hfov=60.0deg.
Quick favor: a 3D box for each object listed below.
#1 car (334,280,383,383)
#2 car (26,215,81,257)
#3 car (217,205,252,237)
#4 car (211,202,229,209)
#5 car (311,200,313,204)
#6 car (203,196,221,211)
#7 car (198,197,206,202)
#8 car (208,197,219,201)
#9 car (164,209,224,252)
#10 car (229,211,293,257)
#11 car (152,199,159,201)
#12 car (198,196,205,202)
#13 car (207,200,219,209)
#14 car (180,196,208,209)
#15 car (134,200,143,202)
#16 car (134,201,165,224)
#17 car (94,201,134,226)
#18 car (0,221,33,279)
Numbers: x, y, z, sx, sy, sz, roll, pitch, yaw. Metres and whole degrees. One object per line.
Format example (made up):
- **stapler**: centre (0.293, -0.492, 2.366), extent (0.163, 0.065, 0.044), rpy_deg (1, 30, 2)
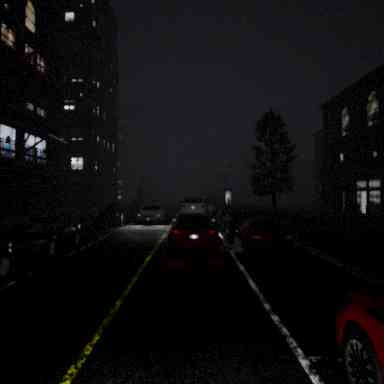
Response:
- **car**: centre (2.691, 1.323, 1.887), extent (2.192, 1.841, 5.009), rpy_deg (0, 0, 0)
- **car**: centre (-5.692, 1.605, 12.961), extent (2.008, 1.369, 4.403), rpy_deg (0, 0, 0)
- **car**: centre (2.687, 1.647, 18.502), extent (1.947, 1.339, 4.313), rpy_deg (0, 0, 0)
- **car**: centre (2.686, 1.660, 24.039), extent (2.008, 1.369, 4.403), rpy_deg (0, 0, 0)
- **car**: centre (26.141, 1.994, 66.230), extent (4.507, 1.381, 1.887), rpy_deg (0, -1, 0)
- **car**: centre (2.683, 1.537, 46.199), extent (2.192, 1.841, 5.009), rpy_deg (0, 0, 0)
- **car**: centre (2.676, 2.025, 89.688), extent (2.008, 1.369, 4.403), rpy_deg (0, 0, 0)
- **car**: centre (2.684, 1.720, 40.828), extent (1.752, 1.417, 4.829), rpy_deg (0, 0, 0)
- **car**: centre (0.084, 1.624, 14.212), extent (1.994, 1.385, 4.181), rpy_deg (0, 0, 0)
- **car**: centre (2.688, 1.636, 12.962), extent (1.802, 1.307, 4.206), rpy_deg (0, 0, 0)
- **car**: centre (-5.699, 1.775, 51.567), extent (1.752, 1.417, 4.829), rpy_deg (0, 0, 0)
- **car**: centre (2.675, 1.953, 95.386), extent (1.967, 1.590, 4.097), rpy_deg (0, 0, 0)
- **car**: centre (2.685, 1.703, 29.579), extent (1.947, 1.339, 4.313), rpy_deg (0, 0, 0)
- **car**: centre (0.089, 1.365, 30.785), extent (2.150, 2.045, 5.566), rpy_deg (0, 0, 0)
- **car**: centre (-5.696, 1.606, 35.118), extent (1.967, 1.590, 4.097), rpy_deg (0, 0, 0)
- **car**: centre (-3.104, 1.644, 25.774), extent (1.812, 1.442, 4.674), rpy_deg (0, 0, 0)
- **car**: centre (-5.694, 1.549, 24.039), extent (1.967, 1.590, 4.097), rpy_deg (0, 0, 0)
- **car**: centre (-5.691, 1.581, 7.423), extent (2.008, 1.369, 4.403), rpy_deg (0, 0, 0)
